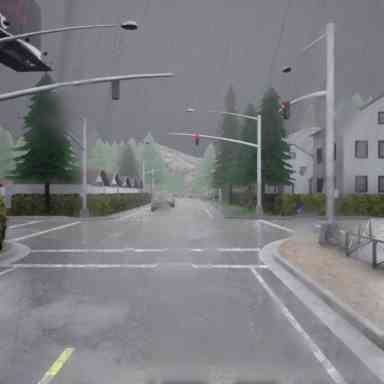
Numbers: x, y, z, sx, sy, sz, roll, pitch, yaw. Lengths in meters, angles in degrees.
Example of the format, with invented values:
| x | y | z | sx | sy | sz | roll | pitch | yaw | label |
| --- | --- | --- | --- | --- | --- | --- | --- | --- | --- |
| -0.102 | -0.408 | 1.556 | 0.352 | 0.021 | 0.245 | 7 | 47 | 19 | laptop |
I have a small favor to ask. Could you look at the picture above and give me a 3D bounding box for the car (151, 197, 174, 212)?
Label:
| x | y | z | sx | sy | sz | roll | pitch | yaw | label |
| --- | --- | --- | --- | --- | --- | --- | --- | --- | --- |
| -3.553 | 1.547 | 38.420 | 2.033 | 1.411 | 5.357 | 0 | 0 | 0 | car |
